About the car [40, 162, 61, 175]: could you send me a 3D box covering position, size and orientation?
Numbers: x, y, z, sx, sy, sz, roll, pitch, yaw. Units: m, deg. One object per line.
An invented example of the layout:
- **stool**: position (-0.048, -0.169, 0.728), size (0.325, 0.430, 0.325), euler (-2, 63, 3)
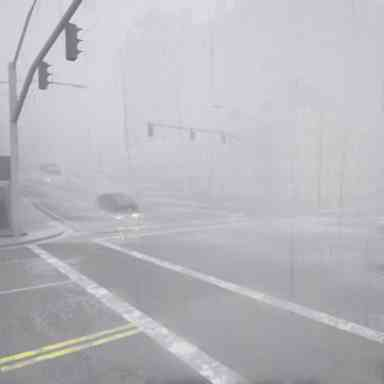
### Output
- **car**: position (-19.770, -3.355, 46.450), size (2.033, 1.411, 5.357), euler (-1, 13, -35)

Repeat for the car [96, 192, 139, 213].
- **car**: position (-6.326, 0.743, 27.742), size (2.033, 1.411, 5.357), euler (-2, 6, -36)
